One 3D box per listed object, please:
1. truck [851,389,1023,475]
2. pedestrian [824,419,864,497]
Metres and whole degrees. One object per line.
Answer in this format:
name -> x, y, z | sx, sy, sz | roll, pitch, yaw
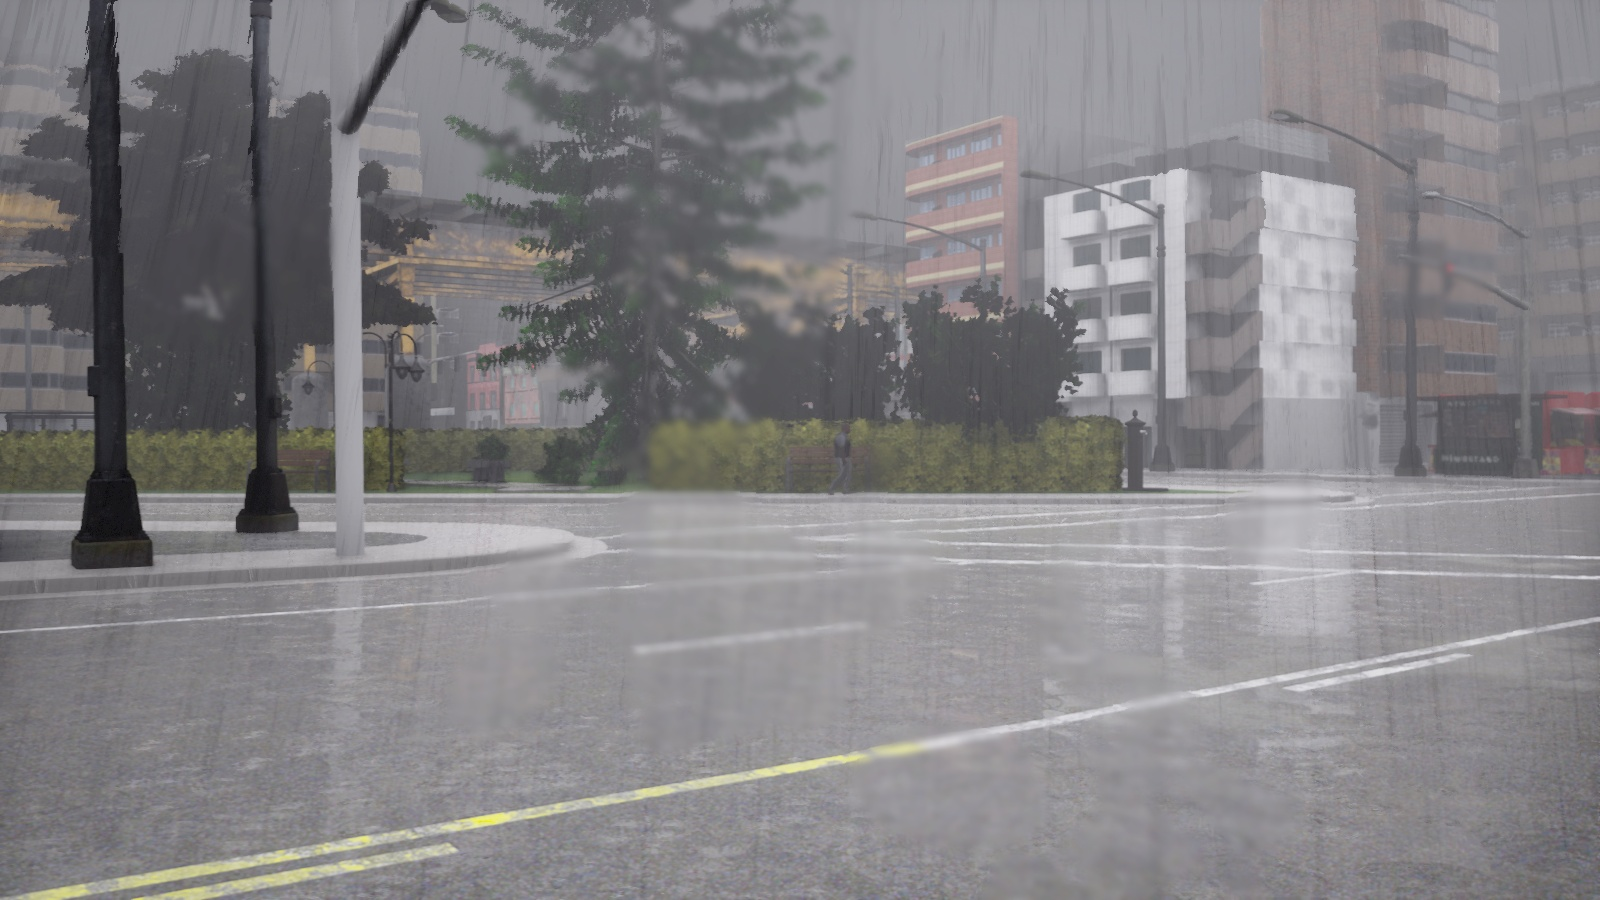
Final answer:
truck -> 5.752, -0.749, 54.291 | 2.891, 3.462, 7.936 | -1, 1, -35
pedestrian -> 1.075, 0.201, 30.655 | 0.849, 1.883, 0.563 | -1, 1, 13
